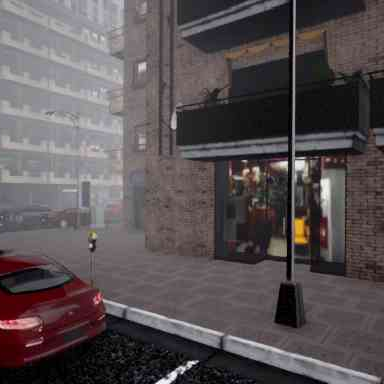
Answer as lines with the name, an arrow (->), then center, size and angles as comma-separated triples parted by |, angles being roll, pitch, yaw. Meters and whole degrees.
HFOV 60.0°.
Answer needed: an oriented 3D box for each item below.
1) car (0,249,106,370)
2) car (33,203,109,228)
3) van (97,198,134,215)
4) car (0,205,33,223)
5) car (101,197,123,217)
car -> -3.119, 1.582, 5.230 | 4.206, 1.307, 1.802 | 0, 0, 36
car -> -8.492, 1.756, 23.728 | 1.887, 1.381, 4.507 | 0, -1, 36
van -> -8.664, 1.606, 37.847 | 1.690, 1.788, 3.998 | 0, -1, 36
car -> -13.274, 1.727, 27.006 | 1.994, 1.385, 4.181 | 1, 0, 36
car -> -6.874, 1.504, 35.914 | 2.150, 2.045, 5.566 | 1, -1, 36
